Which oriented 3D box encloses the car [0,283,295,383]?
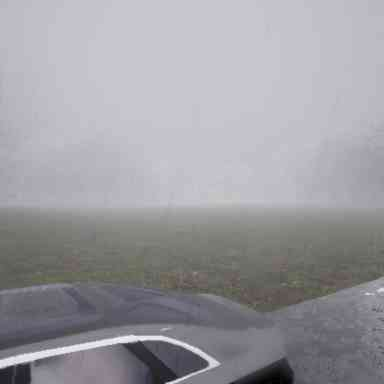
[{"bbox_3d":[-1.445,1.488,1.986,4.902,1.511,2.128,0,0,-35],"label":"car"}]
